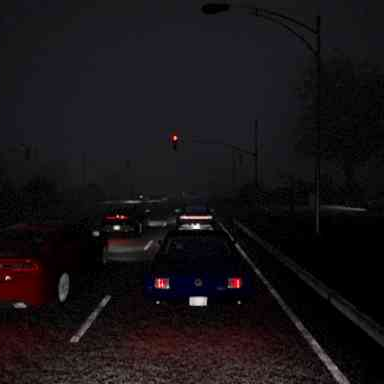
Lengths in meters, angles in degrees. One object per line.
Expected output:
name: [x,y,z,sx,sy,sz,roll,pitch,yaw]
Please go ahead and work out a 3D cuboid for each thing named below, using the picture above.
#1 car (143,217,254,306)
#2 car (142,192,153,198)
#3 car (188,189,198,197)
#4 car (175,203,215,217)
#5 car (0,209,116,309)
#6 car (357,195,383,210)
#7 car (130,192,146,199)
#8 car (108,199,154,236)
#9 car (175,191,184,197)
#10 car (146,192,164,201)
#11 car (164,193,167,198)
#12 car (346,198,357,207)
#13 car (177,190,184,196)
car: [0.119,1.518,7.776,1.895,1.301,4.718,0,1,0]
car: [-10.313,0.708,77.711,1.812,1.442,4.674,0,1,0]
car: [0.208,0.329,84.673,2.150,2.045,5.566,0,1,0]
car: [0.151,1.311,17.036,2.128,1.511,4.902,0,1,-1]
car: [-3.382,1.394,7.801,1.882,1.535,5.008,0,1,0]
car: [20.815,1.144,35.742,4.674,1.442,1.812,0,1,3]
car: [-10.390,0.834,62.546,2.128,1.511,4.902,0,1,1]
car: [-3.359,1.322,17.299,1.837,1.490,4.892,0,1,0]
car: [-3.292,0.643,84.655,2.033,1.411,5.357,0,1,0]
car: [-6.890,0.908,62.405,1.994,1.385,4.181,0,1,1]
car: [-6.813,0.782,77.389,1.895,1.301,4.718,0,1,0]
car: [20.777,1.087,39.249,4.892,1.490,1.837,0,1,3]
car: [-3.226,0.330,95.061,1.882,1.535,5.008,0,1,1]
